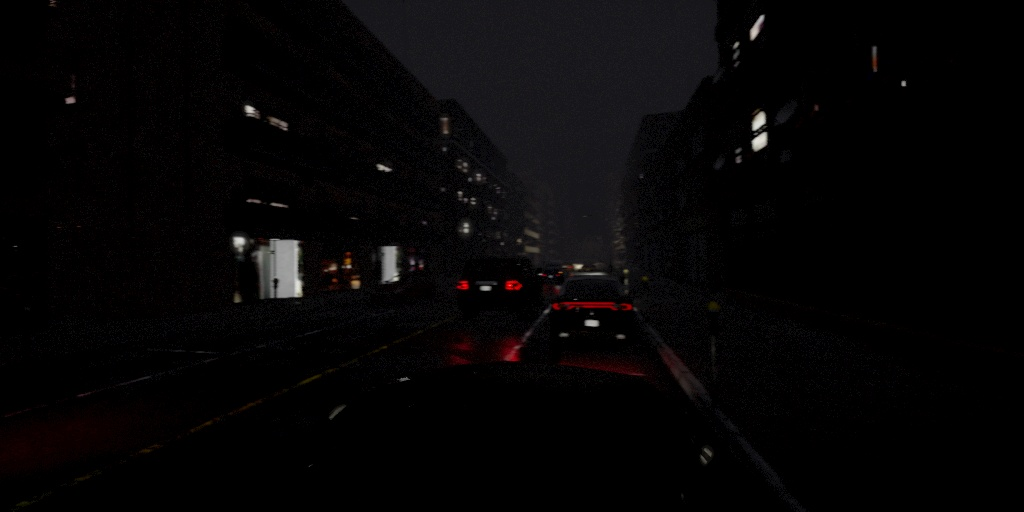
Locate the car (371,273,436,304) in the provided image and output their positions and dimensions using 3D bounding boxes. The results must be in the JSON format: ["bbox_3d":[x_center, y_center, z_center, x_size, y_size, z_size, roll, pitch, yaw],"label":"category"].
[{"bbox_3d":[-5.120,1.510,17.544,1.802,1.307,4.207,0,0,13],"label":"car"}]

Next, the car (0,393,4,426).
[{"bbox_3d":[-6.108,1.328,1.285,1.882,1.535,5.008,-1,0,13],"label":"car"}]

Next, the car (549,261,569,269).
[{"bbox_3d":[3.427,1.376,29.379,1.812,1.442,4.674,-1,0,12],"label":"car"}]

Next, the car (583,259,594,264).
[{"bbox_3d":[8.006,1.346,37.884,1.751,1.417,4.829,0,0,13],"label":"car"}]

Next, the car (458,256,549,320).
[{"bbox_3d":[-0.183,1.041,13.165,2.150,2.045,5.566,-1,0,13],"label":"car"}]

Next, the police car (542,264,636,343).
[{"bbox_3d":[2.203,1.185,9.914,1.930,1.638,5.238,-1,0,13],"label":"police car"}]

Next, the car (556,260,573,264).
[{"bbox_3d":[7.158,1.340,46.490,1.801,1.575,5.366,-1,0,13],"label":"car"}]
